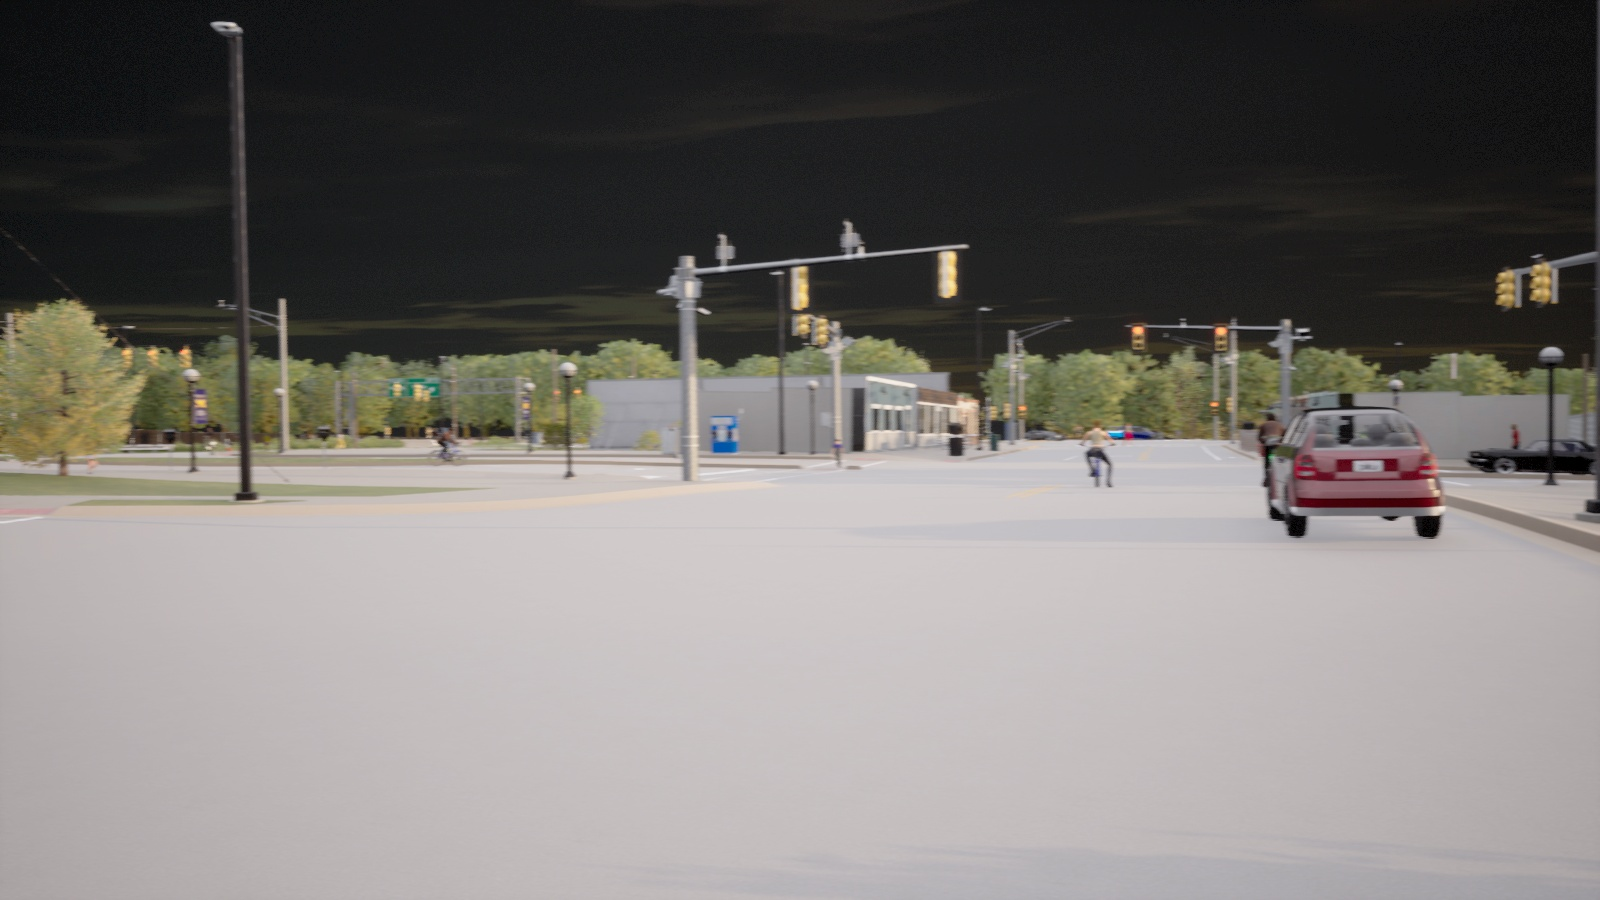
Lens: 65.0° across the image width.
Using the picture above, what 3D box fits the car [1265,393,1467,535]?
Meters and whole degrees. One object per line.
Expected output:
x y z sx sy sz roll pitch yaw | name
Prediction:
7.047 0.111 15.994 1.789 1.549 3.705 -2 1 16 | car

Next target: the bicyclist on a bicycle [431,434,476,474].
-14.337 0.157 51.973 1.656 1.620 0.582 -2 1 12 | bicyclist on a bicycle

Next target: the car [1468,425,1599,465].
25.670 -0.181 42.840 4.718 1.301 1.895 0 2 12 | car

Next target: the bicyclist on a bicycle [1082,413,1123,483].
7.205 -0.043 29.884 0.866 1.612 1.509 -1 0 15 | bicyclist on a bicycle

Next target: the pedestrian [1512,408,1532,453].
30.365 -0.820 52.819 0.636 1.846 0.331 -1 2 20 | pedestrian

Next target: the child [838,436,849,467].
1.807 0.052 52.167 0.270 1.263 0.437 -1 2 18 | child
